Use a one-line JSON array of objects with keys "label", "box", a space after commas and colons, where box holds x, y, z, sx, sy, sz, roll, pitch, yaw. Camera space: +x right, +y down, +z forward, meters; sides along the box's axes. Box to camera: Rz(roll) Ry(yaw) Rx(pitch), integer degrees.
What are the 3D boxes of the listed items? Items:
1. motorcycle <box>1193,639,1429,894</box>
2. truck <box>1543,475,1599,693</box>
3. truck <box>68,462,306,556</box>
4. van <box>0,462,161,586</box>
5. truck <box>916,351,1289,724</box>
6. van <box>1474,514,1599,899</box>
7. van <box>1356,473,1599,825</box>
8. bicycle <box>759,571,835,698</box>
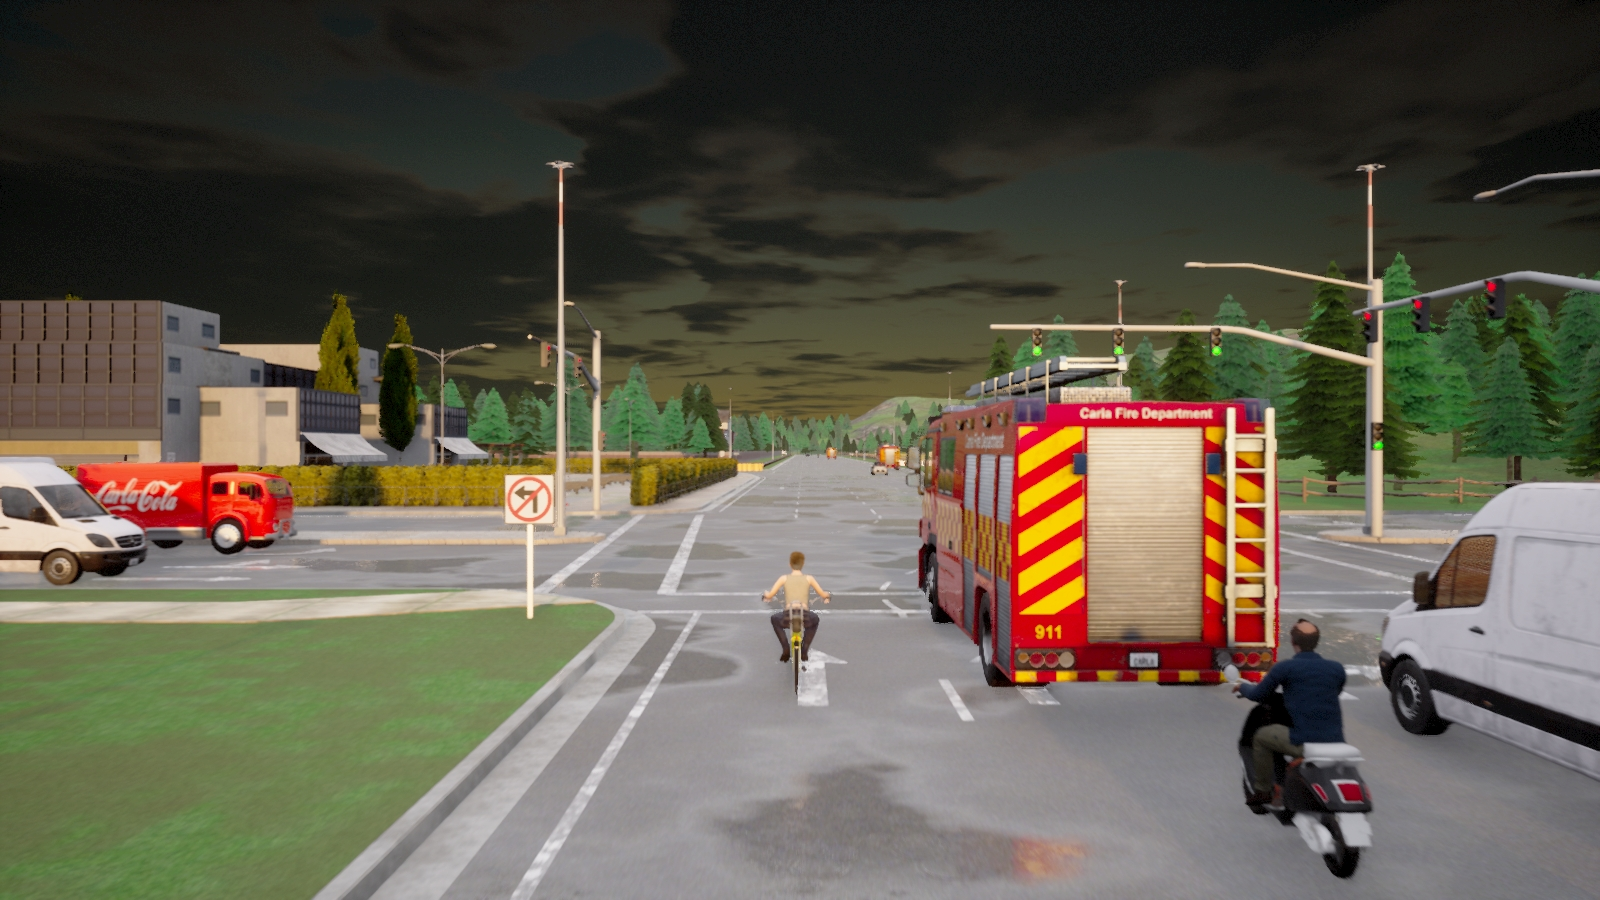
[{"label": "motorcycle", "box": [3.527, 2.144, 8.099, 0.856, 1.316, 1.805, 0, 0, 0]}, {"label": "truck", "box": [10.488, 1.584, 11.499, 2.627, 2.467, 5.204, 0, 1, 0]}, {"label": "truck", "box": [-16.840, 1.574, 31.656, 5.204, 2.467, 2.627, 0, 0, -1]}, {"label": "van", "box": [-17.312, 1.539, 24.648, 5.915, 2.561, 1.988, 0, 0, -1]}, {"label": "truck", "box": [3.542, 0.894, 15.993, 2.891, 3.827, 8.468, 0, 0, -1]}, {"label": "van", "box": [3.930, 1.535, 1.680, 1.988, 2.561, 5.915, 0, 0, -5]}, {"label": "van", "box": [7.003, 1.537, 9.381, 1.988, 2.561, 5.915, 0, 0, 0]}, {"label": "bicycle", "box": [-0.039, 2.160, 13.644, 0.859, 1.276, 1.487, 0, 0, 0]}]
